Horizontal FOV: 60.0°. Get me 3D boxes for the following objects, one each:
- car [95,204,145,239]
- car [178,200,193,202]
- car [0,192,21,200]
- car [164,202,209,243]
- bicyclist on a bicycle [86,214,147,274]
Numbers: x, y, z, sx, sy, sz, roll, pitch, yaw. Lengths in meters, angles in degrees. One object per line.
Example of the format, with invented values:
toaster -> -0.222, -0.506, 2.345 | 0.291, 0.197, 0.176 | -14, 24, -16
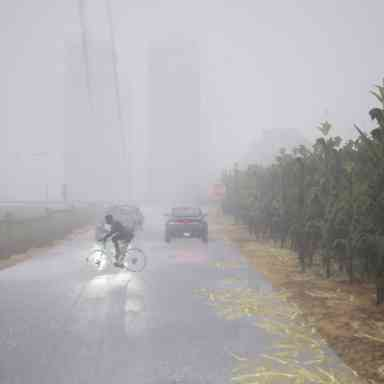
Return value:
car -> -3.551, 1.411, 17.018 | 2.128, 1.511, 4.902 | 0, 1, -1
car -> -0.492, 1.368, 25.759 | 1.812, 1.442, 4.674 | 0, 1, -1
car -> -38.632, 0.901, 68.309 | 4.611, 1.667, 2.242 | 0, 1, -2
car -> -0.264, 1.436, 15.824 | 1.837, 1.490, 4.892 | 0, 0, -1
bicyclist on a bicycle -> -2.072, 1.427, 9.055 | 1.656, 1.620, 0.582 | -2, 0, -1
